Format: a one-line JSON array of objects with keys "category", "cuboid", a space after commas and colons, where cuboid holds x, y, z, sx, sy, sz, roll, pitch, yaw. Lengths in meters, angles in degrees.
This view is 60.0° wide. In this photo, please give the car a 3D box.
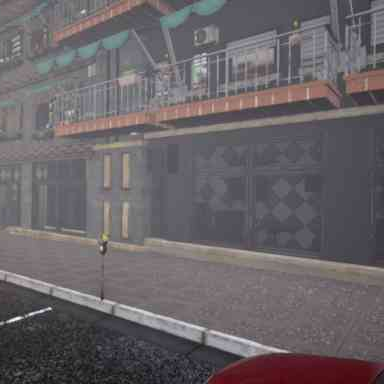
[{"category": "car", "cuboid": [1.819, 1.582, 1.566, 4.206, 1.307, 1.802, 0, 1, 36]}]
